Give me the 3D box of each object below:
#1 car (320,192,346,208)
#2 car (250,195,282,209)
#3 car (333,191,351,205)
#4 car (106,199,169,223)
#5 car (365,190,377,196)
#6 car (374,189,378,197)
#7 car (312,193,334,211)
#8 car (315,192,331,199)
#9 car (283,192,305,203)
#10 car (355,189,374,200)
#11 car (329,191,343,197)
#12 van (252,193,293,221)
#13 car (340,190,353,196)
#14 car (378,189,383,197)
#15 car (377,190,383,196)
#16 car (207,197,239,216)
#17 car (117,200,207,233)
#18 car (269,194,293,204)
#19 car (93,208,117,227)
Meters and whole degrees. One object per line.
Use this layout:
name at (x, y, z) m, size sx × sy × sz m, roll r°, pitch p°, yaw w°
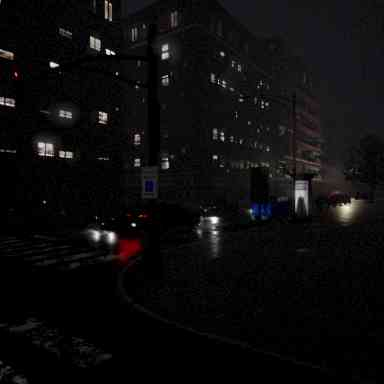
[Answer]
car at (15.576, 0.979, 37.490) m, size 1.887 × 1.381 × 4.507 m, roll 1°, pitch 1°, yaw 36°
car at (8.217, 1.066, 36.519) m, size 1.994 × 1.385 × 4.181 m, roll 0°, pitch 1°, yaw 35°
car at (18.861, 0.923, 42.091) m, size 1.947 × 1.339 × 4.313 m, roll 1°, pitch 1°, yaw 36°
car at (-3.804, 1.283, 23.909) m, size 1.887 × 1.381 × 4.507 m, roll 1°, pitch 1°, yaw 36°
car at (44.241, 0.216, 82.067) m, size 1.994 × 1.385 × 4.181 m, roll 0°, pitch 1°, yaw 36°
car at (31.998, 0.590, 60.490) m, size 1.887 × 1.381 × 4.507 m, roll 1°, pitch 1°, yaw 36°
car at (12.292, 1.078, 32.891) m, size 1.947 × 1.339 × 4.313 m, roll 1°, pitch 1°, yaw 36°
car at (25.724, 0.621, 65.265) m, size 1.802 × 1.307 × 4.206 m, roll 1°, pitch 1°, yaw 36°
car at (15.783, 0.801, 51.341) m, size 1.752 × 1.417 × 4.829 m, roll 1°, pitch 1°, yaw 36°
car at (28.714, 0.564, 55.888) m, size 1.967 × 1.590 × 4.097 m, roll 1°, pitch 1°, yaw 36°
car at (32.286, 0.428, 74.454) m, size 1.887 × 1.381 × 4.507 m, roll 1°, pitch 1°, yaw 36°
van at (5.724, 1.009, 23.687) m, size 1.690 × 1.788 × 3.998 m, roll 1°, pitch 1°, yaw 36°
car at (38.848, 0.278, 83.644) m, size 2.008 × 1.369 × 4.403 m, roll 1°, pitch 1°, yaw 36°
car at (41.851, 0.356, 74.289) m, size 1.887 × 1.381 × 4.507 m, roll 1°, pitch 1°, yaw 36°
car at (45.135, 0.315, 78.889) m, size 1.802 × 1.307 × 4.206 m, roll 1°, pitch 1°, yaw 36°
car at (2.418, 1.165, 28.398) m, size 1.812 × 1.442 × 4.674 m, roll 0°, pitch 1°, yaw 35°
car at (-1.429, 1.294, 18.106) m, size 1.837 × 1.490 × 4.892 m, roll 0°, pitch 1°, yaw 36°
car at (12.601, 0.933, 46.885) m, size 1.802 × 1.307 × 4.206 m, roll 1°, pitch 1°, yaw 36°
car at (-3.335, 1.323, 20.343) m, size 2.033 × 1.411 × 5.357 m, roll 0°, pitch 1°, yaw 36°
